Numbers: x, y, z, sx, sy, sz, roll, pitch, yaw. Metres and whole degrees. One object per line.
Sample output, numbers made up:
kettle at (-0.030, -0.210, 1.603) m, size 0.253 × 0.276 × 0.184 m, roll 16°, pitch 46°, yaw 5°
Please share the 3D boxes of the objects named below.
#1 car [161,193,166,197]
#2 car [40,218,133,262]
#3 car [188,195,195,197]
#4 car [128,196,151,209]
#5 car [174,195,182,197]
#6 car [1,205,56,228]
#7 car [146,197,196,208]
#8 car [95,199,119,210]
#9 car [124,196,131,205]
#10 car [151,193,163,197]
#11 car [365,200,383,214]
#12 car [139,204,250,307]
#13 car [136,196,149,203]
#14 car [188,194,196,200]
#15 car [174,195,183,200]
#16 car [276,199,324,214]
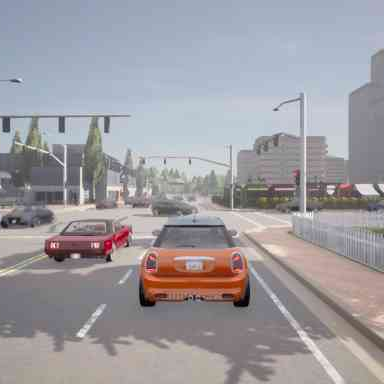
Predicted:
car at (-7.036, 1.233, 76.274) m, size 2.150 × 2.045 × 5.566 m, roll 0°, pitch 0°, yaw 0°
car at (-3.422, 1.602, 12.036) m, size 1.895 × 1.301 × 4.718 m, roll 0°, pitch 0°, yaw 0°
car at (-0.037, 1.539, 77.477) m, size 2.033 × 1.411 × 5.357 m, roll 0°, pitch 0°, yaw 0°
car at (-7.106, 1.606, 46.040) m, size 1.895 × 1.301 × 4.718 m, roll 0°, pitch 0°, yaw -1°
car at (-3.537, 1.521, 77.794) m, size 1.812 × 1.442 × 4.674 m, roll 0°, pitch 0°, yaw 0°
car at (-10.611, 1.566, 21.821) m, size 1.994 × 1.385 × 4.181 m, roll 0°, pitch 0°, yaw 0°
car at (-1.655, 1.508, 30.419) m, size 4.892 × 1.490 × 1.837 m, roll 0°, pitch 2°, yaw 41°
car at (-10.845, 1.569, 42.651) m, size 1.994 × 1.385 × 4.181 m, roll 0°, pitch 0°, yaw 4°
car at (-10.607, 1.511, 58.287) m, size 1.837 × 1.490 × 4.892 m, roll 0°, pitch 0°, yaw 0°
car at (-7.099, 1.499, 60.736) m, size 2.128 × 1.511 × 4.902 m, roll 0°, pitch 0°, yaw 0°
car at (20.898, 1.481, 35.044) m, size 5.008 × 1.535 × 1.882 m, roll 0°, pitch 0°, yaw -2°
car at (0.060, 1.353, 8.142) m, size 2.097 × 1.767 × 4.553 m, roll 0°, pitch 0°, yaw 0°
car at (-10.533, 1.560, 70.991) m, size 1.994 × 1.385 × 4.181 m, roll 0°, pitch 0°, yaw 0°
car at (-0.041, 1.407, 87.753) m, size 2.128 × 1.511 × 4.902 m, roll 0°, pitch 0°, yaw 0°
car at (-3.541, 1.434, 87.749) m, size 1.994 × 1.385 × 4.181 m, roll 0°, pitch 0°, yaw 0°
car at (11.255, 1.495, 34.802) m, size 4.902 × 1.511 × 2.128 m, roll 0°, pitch 0°, yaw -1°
